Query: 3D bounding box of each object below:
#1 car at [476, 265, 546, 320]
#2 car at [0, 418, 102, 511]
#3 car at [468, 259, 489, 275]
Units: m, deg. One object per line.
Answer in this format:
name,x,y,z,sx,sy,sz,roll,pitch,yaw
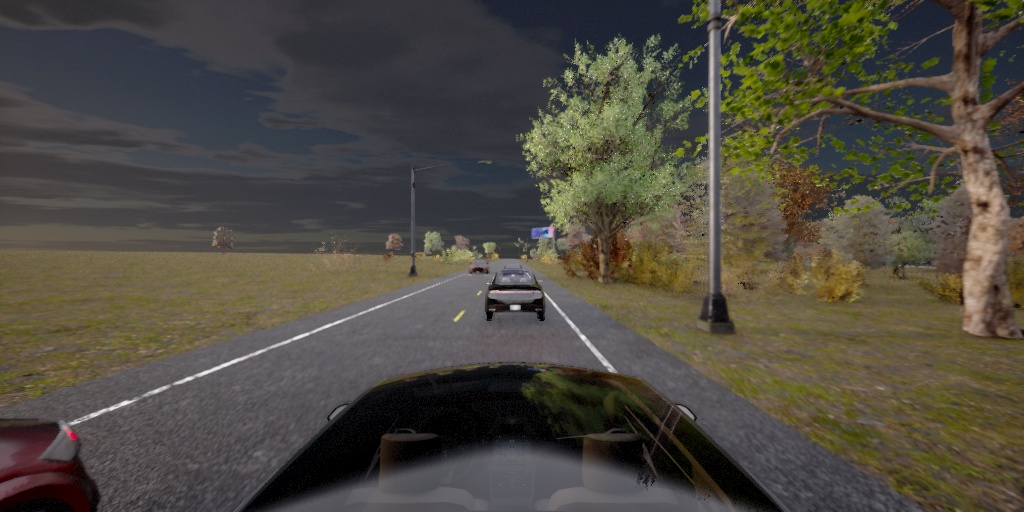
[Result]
car,0.096,1.245,12.569,2.128,1.511,4.902,0,0,0
car,-3.601,1.314,0.472,1.994,1.385,4.181,0,0,0
car,-3.602,1.116,40.042,2.097,1.767,4.553,0,0,0
